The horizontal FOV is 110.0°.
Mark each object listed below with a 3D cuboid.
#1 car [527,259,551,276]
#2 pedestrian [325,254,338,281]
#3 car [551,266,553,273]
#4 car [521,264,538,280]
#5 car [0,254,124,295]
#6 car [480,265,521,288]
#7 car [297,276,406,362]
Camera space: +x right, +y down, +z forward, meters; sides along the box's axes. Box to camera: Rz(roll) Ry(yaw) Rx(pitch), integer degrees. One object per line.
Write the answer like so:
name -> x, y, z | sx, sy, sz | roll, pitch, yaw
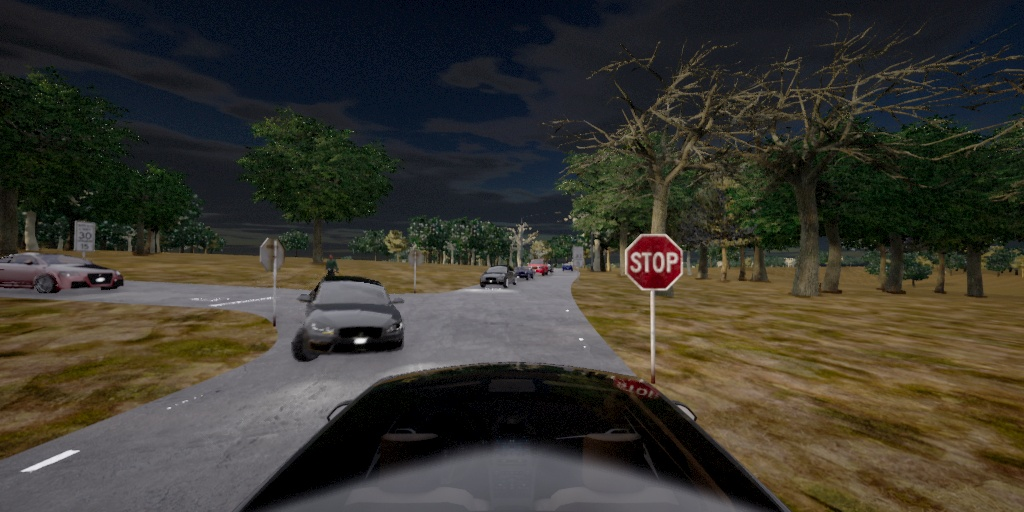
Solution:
car -> 3.282, 1.446, 45.444 | 2.150, 2.045, 5.566 | 0, -1, 12
pedestrian -> -9.811, 0.799, 19.350 | 0.375, 1.860, 0.375 | 0, -4, 3
car -> 5.334, 1.916, 55.553 | 1.812, 1.442, 4.674 | 0, -1, 11
car -> 1.024, 1.669, 35.202 | 1.895, 1.301, 4.718 | 0, -1, 13
car -> -17.191, 0.613, 13.343 | 4.181, 1.385, 1.994 | 3, -1, 3
car -> -0.880, 1.435, 25.858 | 1.837, 1.490, 4.892 | 0, -1, 12
car -> -3.860, 1.278, 8.576 | 1.837, 1.490, 4.892 | 6, -3, -29
